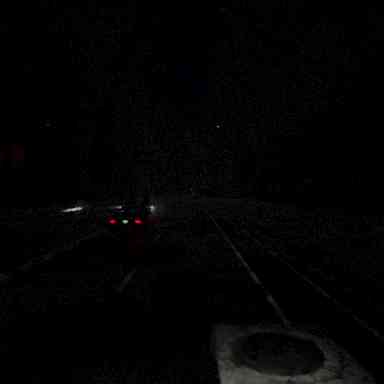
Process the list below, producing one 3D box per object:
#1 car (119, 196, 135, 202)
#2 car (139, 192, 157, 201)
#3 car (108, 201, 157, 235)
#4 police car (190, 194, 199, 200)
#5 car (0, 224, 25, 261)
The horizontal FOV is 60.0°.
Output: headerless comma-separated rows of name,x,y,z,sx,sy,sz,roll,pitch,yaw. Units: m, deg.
car,-9.834,1.317,50.421,2.128,1.511,4.902,0,0,0
car,-6.585,1.047,50.326,2.150,2.045,5.566,0,0,0
car,-3.155,1.453,18.241,2.033,1.411,5.357,0,0,0
police car,0.963,1.463,92.644,1.930,1.638,5.238,0,0,0
car,-6.600,1.507,9.439,1.994,1.385,4.181,0,0,0
